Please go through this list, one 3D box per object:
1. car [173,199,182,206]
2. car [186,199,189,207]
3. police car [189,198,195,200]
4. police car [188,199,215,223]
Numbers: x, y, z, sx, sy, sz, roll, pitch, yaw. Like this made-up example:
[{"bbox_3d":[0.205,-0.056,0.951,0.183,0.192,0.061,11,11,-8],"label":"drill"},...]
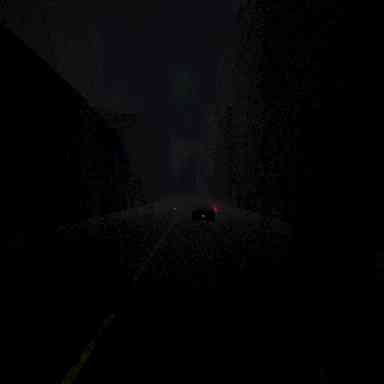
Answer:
[{"bbox_3d":[-3.044,2.167,70.964,2.128,1.511,4.902,0,-1,0],"label":"car"},{"bbox_3d":[-0.040,1.942,64.825,2.097,1.767,4.553,0,-1,0],"label":"car"},{"bbox_3d":[0.872,1.833,44.508,1.930,1.638,5.238,0,-1,0],"label":"police car"},{"bbox_3d":[0.882,1.688,28.508,1.930,1.638,5.238,0,-1,0],"label":"police car"}]
